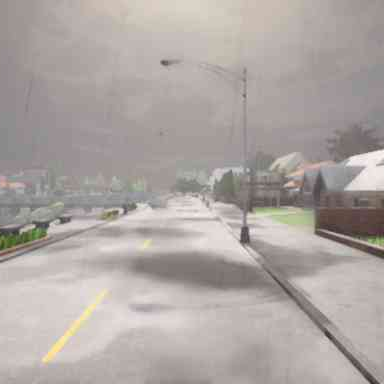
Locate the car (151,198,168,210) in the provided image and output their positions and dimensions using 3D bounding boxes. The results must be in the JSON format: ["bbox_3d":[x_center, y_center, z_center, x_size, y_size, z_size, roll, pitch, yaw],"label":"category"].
[{"bbox_3d":[-4.093,1.486,42.465,2.033,1.411,5.357,0,0,0],"label":"car"}]
